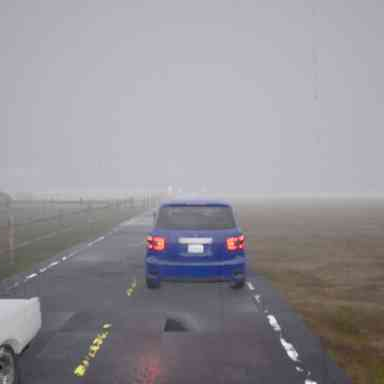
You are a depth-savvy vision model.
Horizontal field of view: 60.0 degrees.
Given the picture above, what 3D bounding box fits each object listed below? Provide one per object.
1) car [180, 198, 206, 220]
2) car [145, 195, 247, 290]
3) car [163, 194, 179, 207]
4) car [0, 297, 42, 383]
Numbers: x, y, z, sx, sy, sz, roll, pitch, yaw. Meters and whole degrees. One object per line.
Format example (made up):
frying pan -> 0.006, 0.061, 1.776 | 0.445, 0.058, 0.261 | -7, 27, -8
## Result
car -> 0.067, 1.298, 26.158 | 1.812, 1.442, 4.674 | 0, 0, 0
car -> 0.078, 1.140, 9.015 | 2.150, 2.045, 5.566 | 0, 1, 0
car -> -2.794, 1.132, 45.824 | 1.882, 1.535, 5.008 | 0, 0, 0
car -> -2.849, 1.581, 2.029 | 1.895, 1.301, 4.718 | 0, 1, 0
